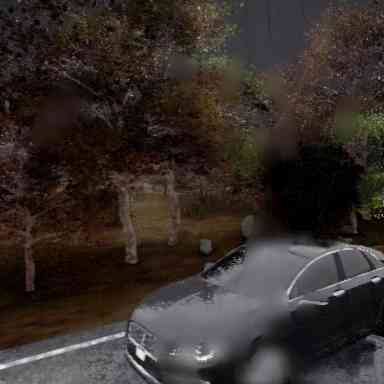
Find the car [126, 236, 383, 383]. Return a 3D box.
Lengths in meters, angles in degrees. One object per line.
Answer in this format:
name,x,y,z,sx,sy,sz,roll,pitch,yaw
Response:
car,1.422,1.504,5.005,4.892,1.490,1.837,0,0,-35
